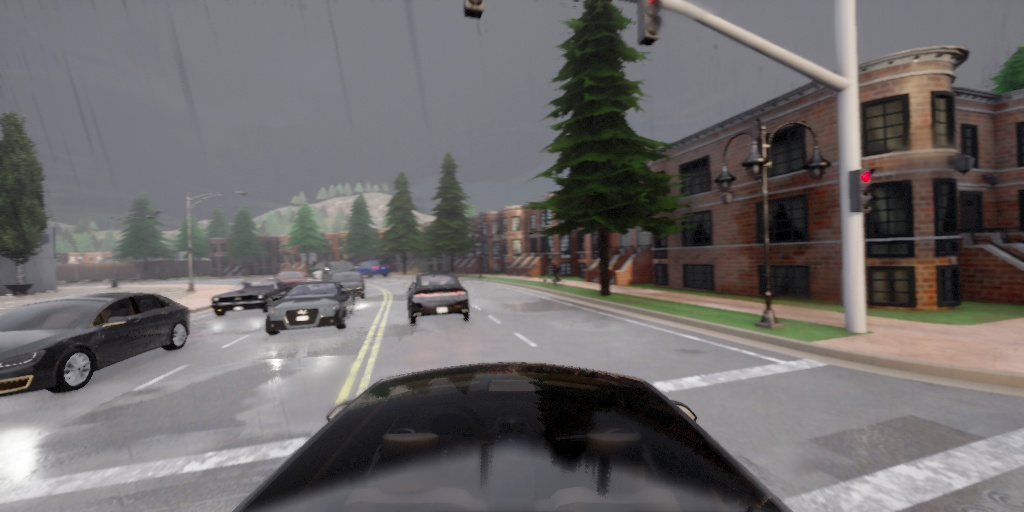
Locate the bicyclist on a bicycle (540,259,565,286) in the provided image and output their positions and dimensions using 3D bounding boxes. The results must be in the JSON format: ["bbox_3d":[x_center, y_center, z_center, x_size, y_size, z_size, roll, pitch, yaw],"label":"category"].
[{"bbox_3d":[2.364,0.968,21.114,1.656,1.620,0.582,-2,0,-18],"label":"bicyclist on a bicycle"}]

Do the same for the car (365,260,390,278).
[{"bbox_3d":[-16.866,1.552,42.951,5.566,2.045,2.150,-2,0,40],"label":"car"}]

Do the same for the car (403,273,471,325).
[{"bbox_3d":[-2.654,1.332,12.432,2.128,1.511,4.902,-2,0,-16],"label":"car"}]

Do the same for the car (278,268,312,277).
[{"bbox_3d":[-15.689,1.769,25.429,1.882,1.535,5.008,-2,0,-33],"label":"car"}]

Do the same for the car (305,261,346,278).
[{"bbox_3d":[-25.435,1.849,48.934,5.566,2.045,2.150,-2,0,28],"label":"car"}]

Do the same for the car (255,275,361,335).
[{"bbox_3d":[-6.314,1.532,11.649,1.994,1.385,4.181,-2,0,-18],"label":"car"}]

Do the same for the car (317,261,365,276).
[{"bbox_3d":[-14.074,1.456,29.354,2.150,2.045,5.566,-2,0,-36],"label":"car"}]

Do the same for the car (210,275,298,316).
[{"bbox_3d":[-11.337,1.743,15.980,1.895,1.301,4.718,-2,0,-19],"label":"car"}]

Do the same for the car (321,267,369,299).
[{"bbox_3d":[-9.174,1.571,20.031,1.837,1.490,4.892,-2,0,-22],"label":"car"}]

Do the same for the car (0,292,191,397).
[{"bbox_3d":[-8.563,1.551,7.145,1.837,1.490,4.892,-2,0,-17],"label":"car"}]

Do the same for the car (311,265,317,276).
[{"bbox_3d":[-21.713,2.024,42.324,4.674,1.442,1.812,-2,0,37],"label":"car"}]
